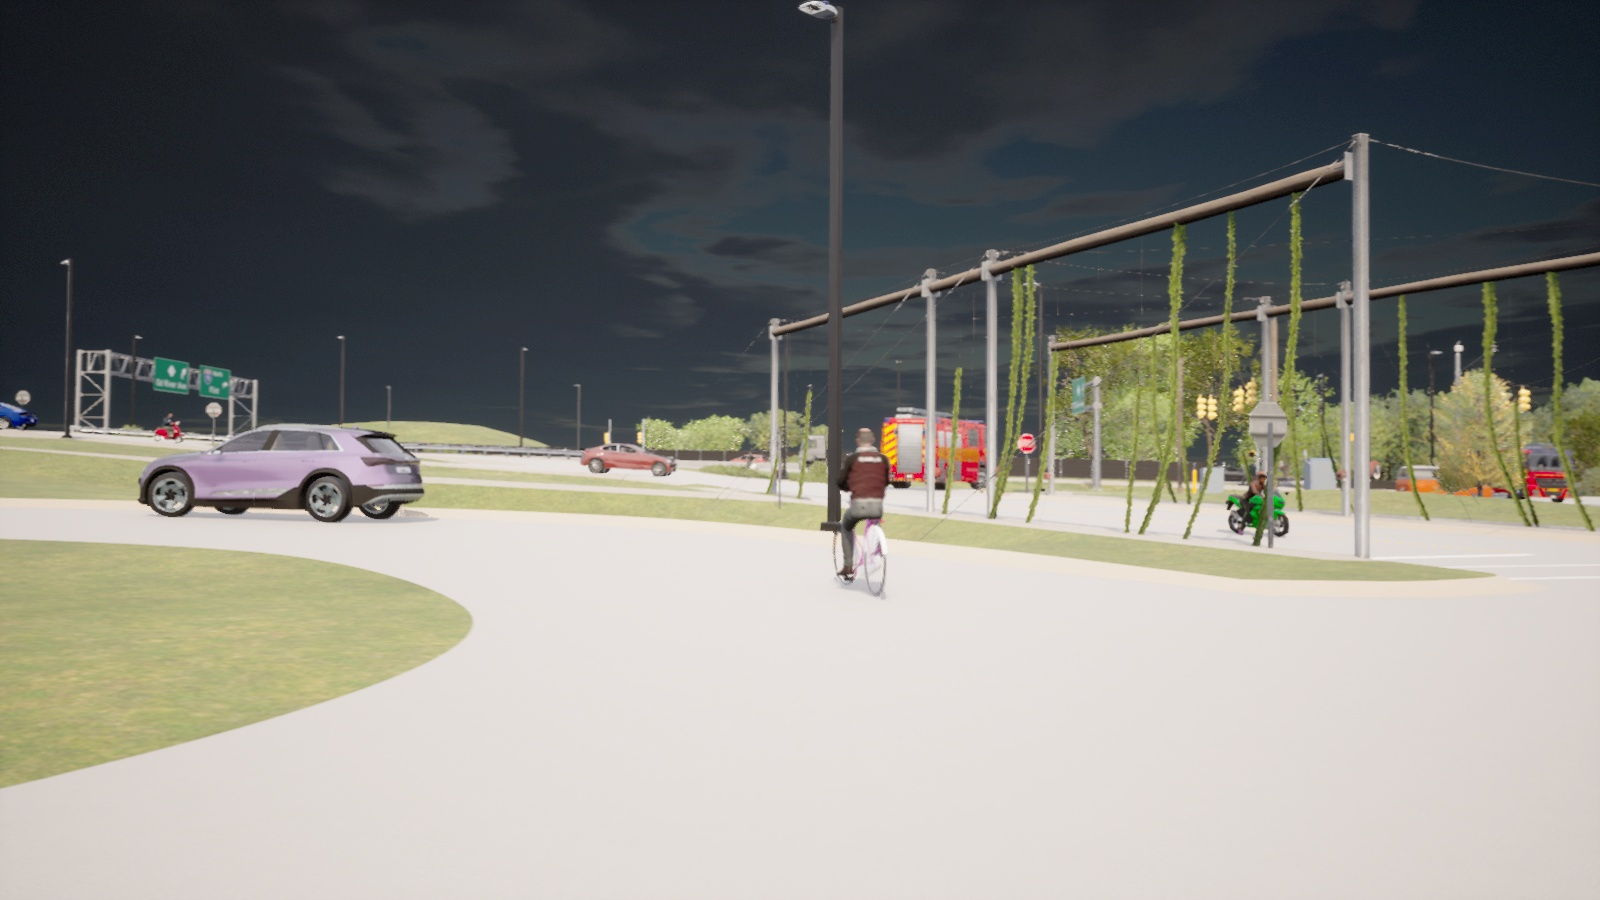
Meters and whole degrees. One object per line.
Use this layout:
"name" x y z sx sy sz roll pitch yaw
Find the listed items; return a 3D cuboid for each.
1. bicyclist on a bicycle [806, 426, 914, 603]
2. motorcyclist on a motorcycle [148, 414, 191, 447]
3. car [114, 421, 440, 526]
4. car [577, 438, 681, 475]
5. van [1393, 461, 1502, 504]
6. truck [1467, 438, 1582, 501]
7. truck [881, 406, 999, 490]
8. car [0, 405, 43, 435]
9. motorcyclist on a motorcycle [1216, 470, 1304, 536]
"bicyclist on a bicycle" 0.614 0.643 13.556 0.659 1.776 1.843 0 0 -14
"motorcyclist on a motorcycle" -33.835 -1.051 67.384 1.817 1.590 0.866 4 -2 13
"car" -8.969 0.395 21.724 4.856 1.649 2.033 1 -1 11
"car" -8.907 0.356 65.857 5.027 1.651 2.152 3 -1 2
"van" 32.197 1.635 62.524 4.442 1.987 1.775 2 -1 2
"truck" 47.266 1.202 82.311 2.891 3.827 8.468 1 0 3
"truck" 7.080 -0.021 62.227 2.891 3.827 8.468 1 -1 27
"car" -45.637 -1.813 70.498 5.008 1.535 1.882 4 -1 -3
"motorcyclist on a motorcycle" 11.134 1.260 30.474 0.797 1.523 2.044 1 0 -24
